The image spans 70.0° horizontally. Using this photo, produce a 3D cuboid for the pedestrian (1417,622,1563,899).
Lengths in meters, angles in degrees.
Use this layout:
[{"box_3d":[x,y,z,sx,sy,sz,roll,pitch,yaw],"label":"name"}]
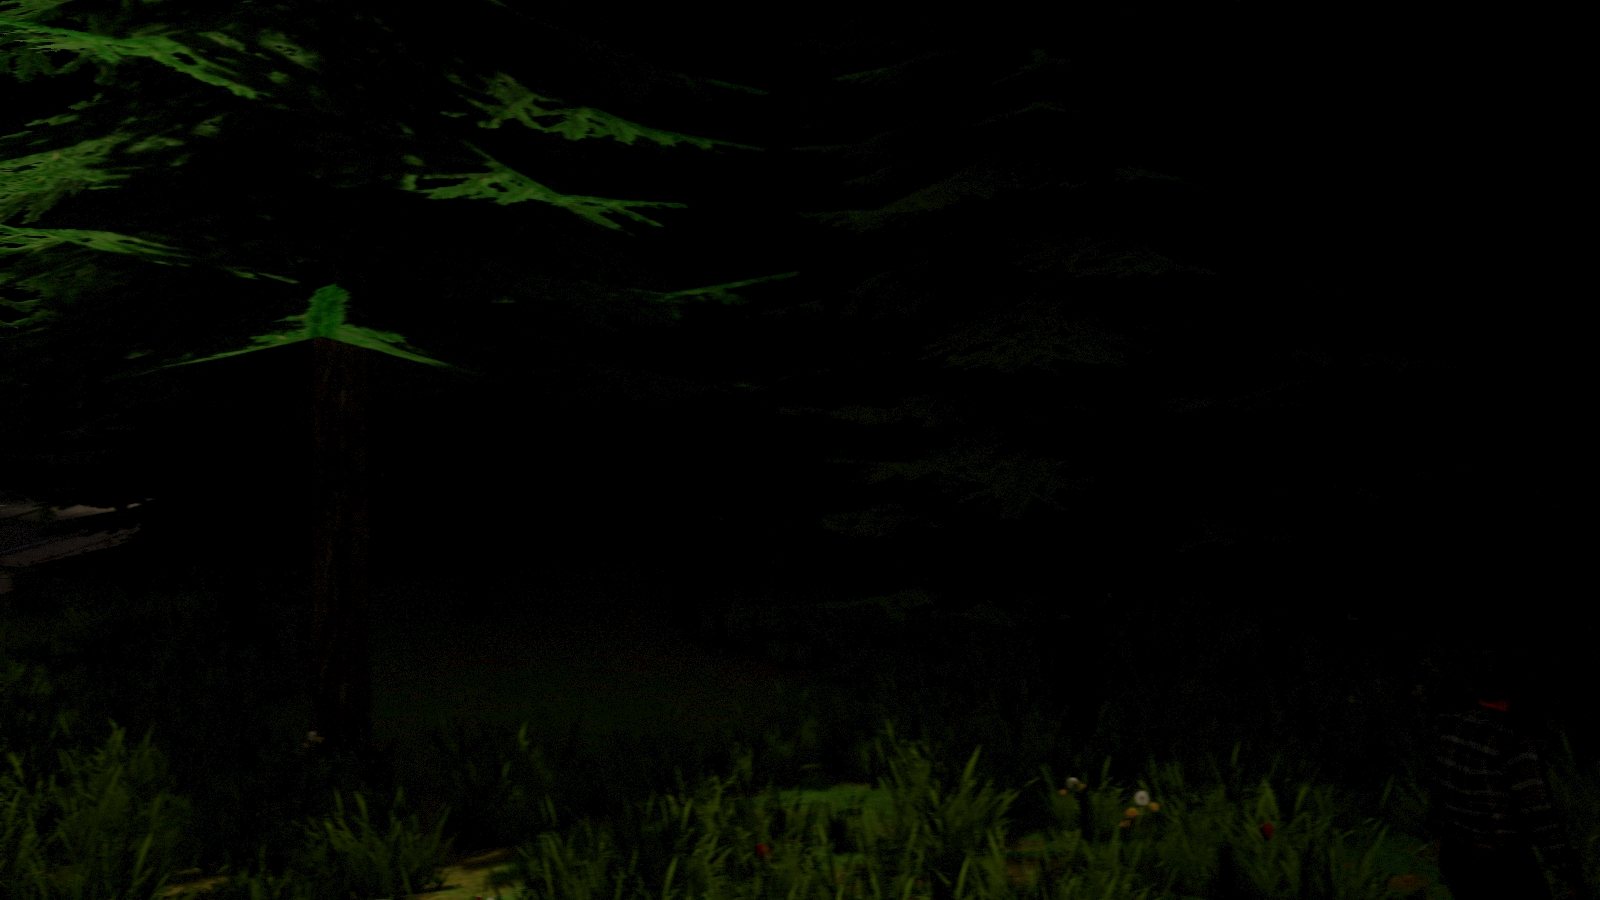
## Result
[{"box_3d":[2.916,1.693,4.838,0.375,1.860,0.375,0,0,-18],"label":"pedestrian"}]
